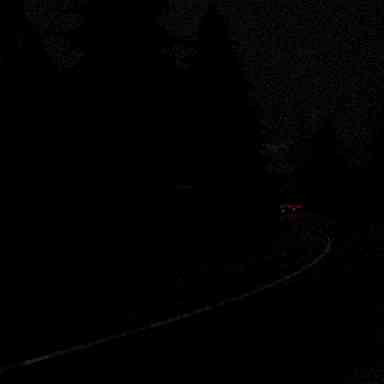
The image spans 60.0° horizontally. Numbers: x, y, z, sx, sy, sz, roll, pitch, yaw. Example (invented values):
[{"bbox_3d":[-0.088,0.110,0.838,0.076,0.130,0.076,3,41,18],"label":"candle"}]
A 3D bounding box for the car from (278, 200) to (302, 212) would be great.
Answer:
[{"bbox_3d":[10.931,1.646,39.057,1.895,1.301,4.718,0,0,-10],"label":"car"}]
